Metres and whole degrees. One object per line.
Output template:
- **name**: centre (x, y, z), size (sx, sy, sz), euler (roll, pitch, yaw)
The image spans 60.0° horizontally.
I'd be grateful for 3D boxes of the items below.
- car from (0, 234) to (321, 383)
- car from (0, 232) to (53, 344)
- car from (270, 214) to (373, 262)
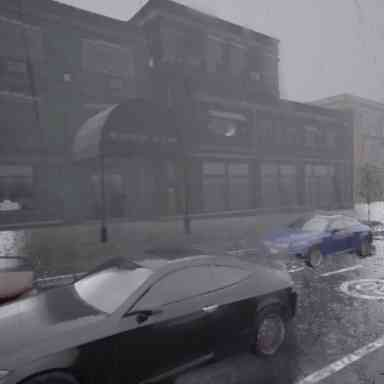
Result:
- **car**: centre (-0.503, 1.522, 4.430), size (4.674, 1.442, 1.812), euler (0, 0, -36)
- **car**: centre (-5.013, 1.551, 4.648), size (5.357, 1.411, 2.033), euler (0, 0, -35)
- **car**: centre (4.366, 1.501, 11.345), size (4.674, 1.442, 1.812), euler (0, 0, -35)
